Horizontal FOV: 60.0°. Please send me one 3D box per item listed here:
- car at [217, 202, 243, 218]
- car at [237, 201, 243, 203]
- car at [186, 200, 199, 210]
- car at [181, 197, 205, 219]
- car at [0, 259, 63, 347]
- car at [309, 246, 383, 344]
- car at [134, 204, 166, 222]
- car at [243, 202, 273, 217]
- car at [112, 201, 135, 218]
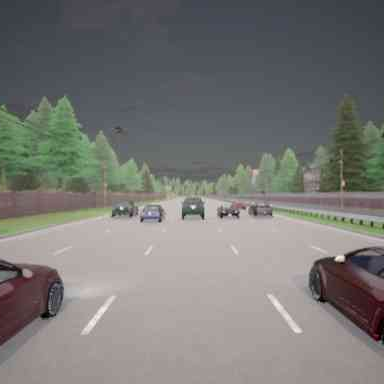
[{"bbox_3d":[3.602,1.916,33.709,1.895,1.301,4.718,0,-1,0],"label":"car"},{"bbox_3d":[7.094,2.070,50.333,1.895,1.301,4.718,0,-1,0],"label":"car"},{"bbox_3d":[0.100,2.039,52.751,2.033,1.411,5.357,0,-1,0],"label":"car"},{"bbox_3d":[0.103,1.531,32.896,2.150,2.045,5.566,0,0,0],"label":"car"},{"bbox_3d":[-3.412,1.569,4.564,1.812,1.442,4.674,0,0,0],"label":"car"},{"bbox_3d":[3.601,1.619,5.776,1.994,1.385,4.181,0,0,0],"label":"car"},{"bbox_3d":[-3.399,1.822,29.358,2.033,1.411,5.357,0,-1,0],"label":"car"},{"bbox_3d":[7.103,1.816,34.771,2.128,1.511,4.902,0,-1,0],"label":"car"},{"bbox_3d":[-6.899,1.676,34.791,2.097,1.767,4.553,0,-1,0],"label":"car"}]
